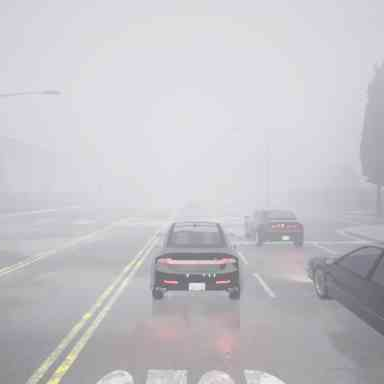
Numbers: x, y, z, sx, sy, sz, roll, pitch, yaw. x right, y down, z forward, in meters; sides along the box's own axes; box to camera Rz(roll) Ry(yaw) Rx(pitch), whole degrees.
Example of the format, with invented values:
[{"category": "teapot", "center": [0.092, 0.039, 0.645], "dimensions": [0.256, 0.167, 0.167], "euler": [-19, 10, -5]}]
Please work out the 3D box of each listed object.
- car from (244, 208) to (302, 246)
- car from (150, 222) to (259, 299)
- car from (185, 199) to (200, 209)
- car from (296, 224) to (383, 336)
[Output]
[{"category": "car", "center": [3.574, 1.503, 15.116], "dimensions": [1.837, 1.490, 4.892], "euler": [0, 0, 0]}, {"category": "car", "center": [0.086, 1.491, 8.417], "dimensions": [2.128, 1.511, 4.902], "euler": [0, 0, 0]}, {"category": "car", "center": [0.023, 1.597, 44.128], "dimensions": [1.895, 1.301, 4.718], "euler": [0, 0, 0]}, {"category": "car", "center": [3.591, 1.547, 5.370], "dimensions": [2.033, 1.411, 5.357], "euler": [0, 0, 0]}]
